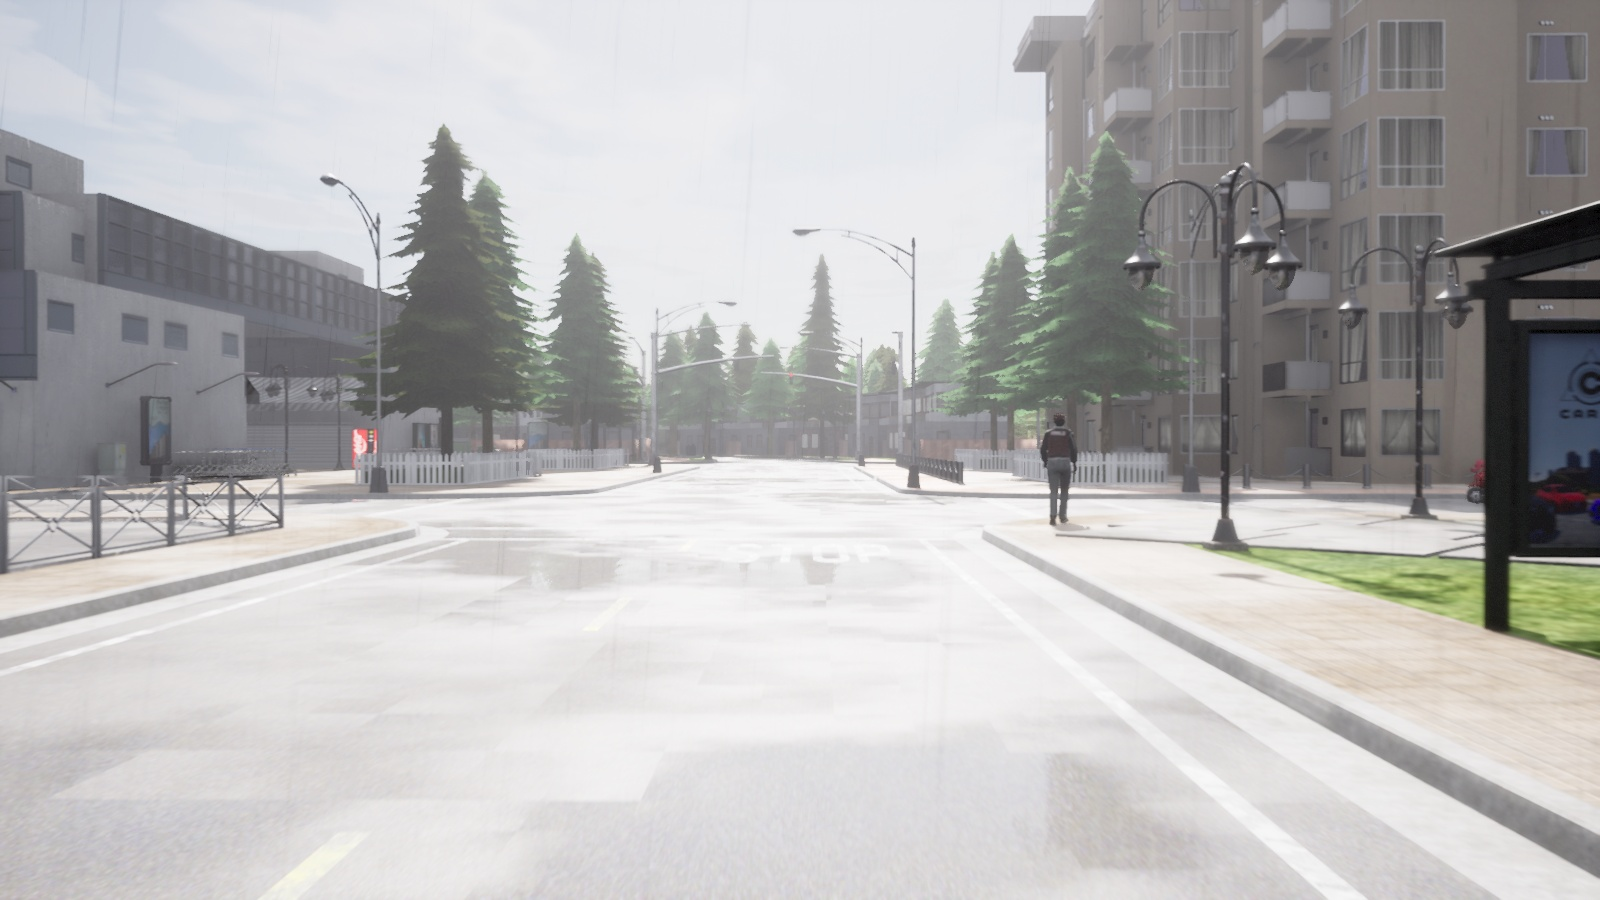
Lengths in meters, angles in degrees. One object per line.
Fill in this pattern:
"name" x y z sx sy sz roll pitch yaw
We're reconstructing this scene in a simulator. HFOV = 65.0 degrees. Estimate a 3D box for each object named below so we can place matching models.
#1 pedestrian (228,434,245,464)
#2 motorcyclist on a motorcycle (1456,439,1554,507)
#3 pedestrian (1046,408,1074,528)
"pedestrian" -35.564 -0.083 79.230 0.849 1.883 0.563 0 0 0
"motorcyclist on a motorcycle" 16.659 0.531 29.719 1.817 1.590 0.866 0 0 1
"pedestrian" 4.234 0.287 20.430 0.402 1.930 0.666 0 0 15
